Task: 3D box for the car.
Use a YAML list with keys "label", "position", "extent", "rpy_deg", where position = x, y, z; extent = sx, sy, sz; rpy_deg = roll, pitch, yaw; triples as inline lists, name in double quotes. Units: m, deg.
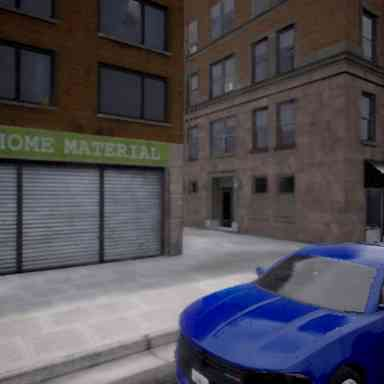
- label: "car"
  position: [2.111, 1.507, 4.575]
  extent: [5.008, 1.535, 1.882]
  rpy_deg: [0, 0, -35]
